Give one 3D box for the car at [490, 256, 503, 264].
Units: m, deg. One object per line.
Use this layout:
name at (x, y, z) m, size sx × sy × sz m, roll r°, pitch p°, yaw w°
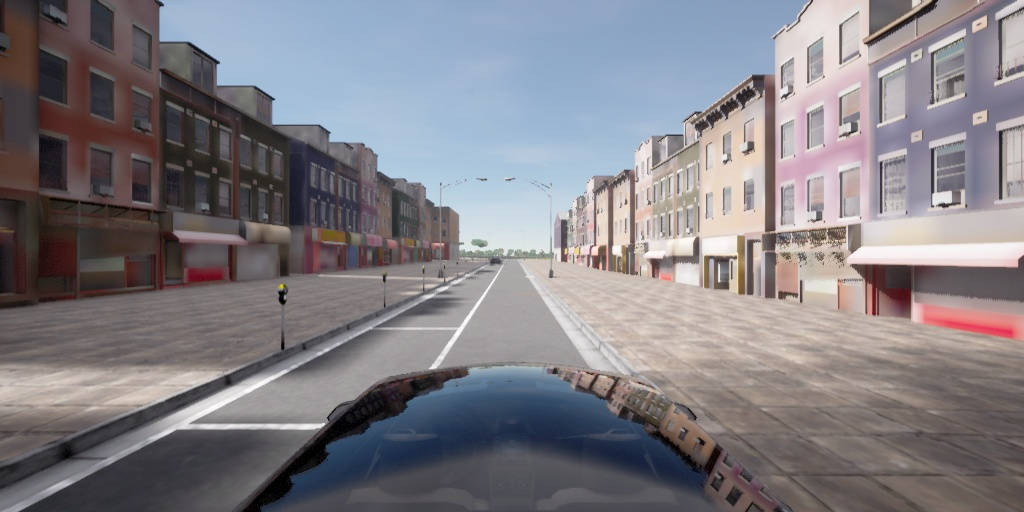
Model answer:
car at (-2.750, 0.715, 61.640) m, size 1.837 × 1.490 × 4.892 m, roll 0°, pitch 1°, yaw 0°
